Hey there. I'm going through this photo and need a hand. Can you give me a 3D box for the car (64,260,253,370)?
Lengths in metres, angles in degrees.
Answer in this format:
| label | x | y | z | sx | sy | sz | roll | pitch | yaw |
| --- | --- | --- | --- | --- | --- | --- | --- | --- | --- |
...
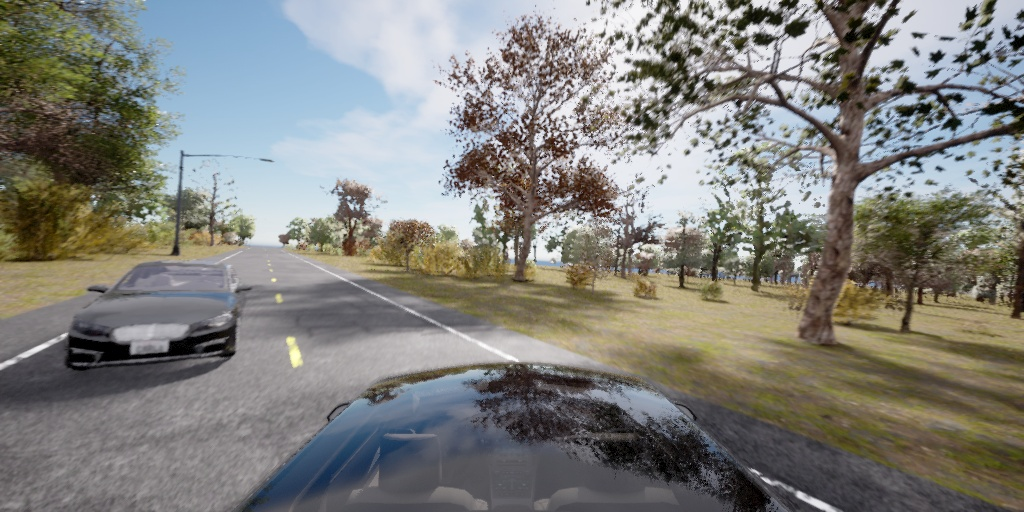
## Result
| label | x | y | z | sx | sy | sz | roll | pitch | yaw |
| --- | --- | --- | --- | --- | --- | --- | --- | --- | --- |
| car | -6.234 | 0.857 | 6.803 | 2.128 | 1.511 | 4.902 | 3 | 0 | -35 |
